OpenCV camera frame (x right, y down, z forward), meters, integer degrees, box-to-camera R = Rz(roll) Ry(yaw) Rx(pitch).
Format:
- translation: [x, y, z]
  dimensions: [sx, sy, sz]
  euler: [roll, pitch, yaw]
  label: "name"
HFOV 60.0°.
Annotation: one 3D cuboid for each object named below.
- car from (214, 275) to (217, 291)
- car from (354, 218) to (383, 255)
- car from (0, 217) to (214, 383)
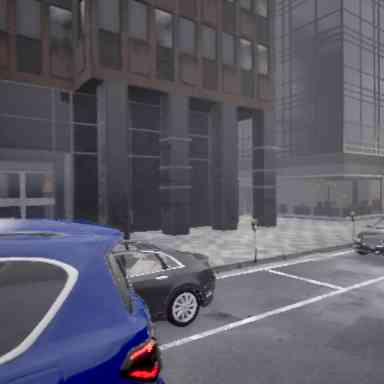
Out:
- translation: [-1.605, 1.548, 5.398]
  dimensions: [4.403, 1.369, 2.008]
  euler: [0, -1, -35]
  label: "car"
- translation: [7.553, 1.526, 11.930]
  dimensions: [4.403, 1.369, 2.008]
  euler: [0, -1, -35]
  label: "car"
- translation: [-2.764, 1.225, 1.399]
  dimensions: [5.566, 2.045, 2.150]
  euler: [0, 0, -35]
  label: "car"
